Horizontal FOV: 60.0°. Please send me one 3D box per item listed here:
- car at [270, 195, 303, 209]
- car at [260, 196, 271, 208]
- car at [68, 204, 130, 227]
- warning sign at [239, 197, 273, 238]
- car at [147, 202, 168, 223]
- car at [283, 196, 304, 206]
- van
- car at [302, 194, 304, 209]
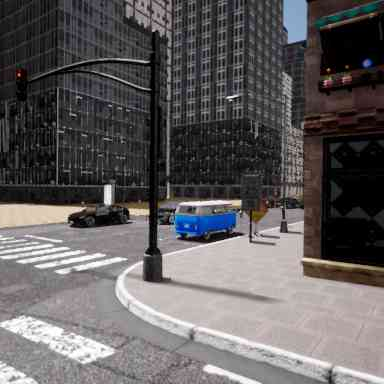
[{"bbox_3d":[12.247,1.399,42.998,1.837,1.490,4.892,1,0,36],"label":"car"},{"bbox_3d":[10.037,1.293,44.428,1.967,1.590,4.097,1,1,35],"label":"car"},{"bbox_3d":[-6.005,1.466,21.893,1.947,1.339,4.313,1,1,35],"label":"car"},{"bbox_3d":[3.106,1.177,16.135,1.300,1.860,1.060,1,1,35],"label":"warning sign"},{"bbox_3d":[-1.198,1.422,24.179,2.128,1.511,4.902,1,1,35],"label":"car"},{"bbox_3d":[16.355,1.363,53.305,1.752,1.417,4.829,1,1,35],"label":"car"},{"bbox_3d":[0.825,1.368,17.030,1.690,1.788,3.998,1,1,35],"label":"van"},{"bbox_3d":[15.416,1.159,42.100,2.150,2.045,5.566,1,1,36],"label":"car"}]
